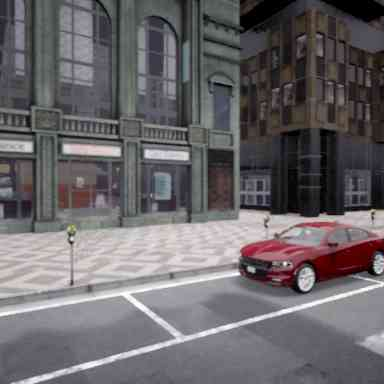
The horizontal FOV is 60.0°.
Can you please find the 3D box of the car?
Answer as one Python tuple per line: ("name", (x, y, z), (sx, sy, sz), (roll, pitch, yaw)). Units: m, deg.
("car", (3.213, 1.444, 8.468), (4.507, 1.381, 1.887), (0, 1, -32))
